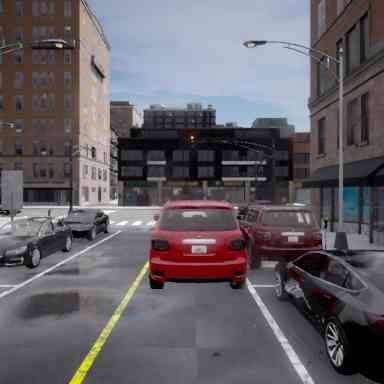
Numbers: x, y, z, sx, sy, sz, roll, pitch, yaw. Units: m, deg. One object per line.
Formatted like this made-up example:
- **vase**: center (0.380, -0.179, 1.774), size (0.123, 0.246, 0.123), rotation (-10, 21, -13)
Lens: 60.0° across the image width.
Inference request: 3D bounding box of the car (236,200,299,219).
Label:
- **car**: center (6.512, 1.515, 29.082), size (5.008, 1.535, 1.882), rotation (0, 0, 0)

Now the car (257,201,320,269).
- **car**: center (2.644, 1.314, 11.072), size (2.192, 1.841, 5.009), rotation (0, 0, 0)

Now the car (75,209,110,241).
- **car**: center (-5.377, 1.565, 16.740), size (1.947, 1.339, 4.313), rotation (0, 0, 0)

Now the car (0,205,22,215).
- **car**: center (-17.498, 1.522, 28.988), size (4.718, 1.301, 1.895), rotation (0, 0, 0)

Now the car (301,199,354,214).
- **car**: center (14.540, 1.584, 35.808), size (4.892, 1.490, 1.837), rotation (0, 0, 1)

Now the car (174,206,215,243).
- **car**: center (0.102, 1.525, 16.991), size (1.812, 1.442, 4.674), rotation (0, 0, 0)

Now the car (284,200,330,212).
- **car**: center (13.427, 1.674, 39.061), size (4.718, 1.301, 1.895), rotation (0, 0, 0)

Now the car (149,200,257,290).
- **car**: center (0.086, 1.221, 9.231), size (2.150, 2.045, 5.566), rotation (0, 0, -1)

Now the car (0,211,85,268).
- **car**: center (-5.381, 1.550, 11.077), size (2.008, 1.369, 4.403), rotation (0, 0, 0)

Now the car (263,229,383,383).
- **car**: center (2.640, 1.566, 5.409), size (1.947, 1.339, 4.313), rotation (0, 0, 0)
